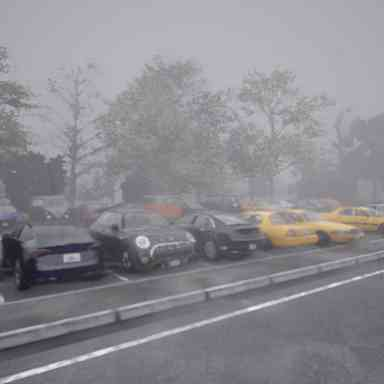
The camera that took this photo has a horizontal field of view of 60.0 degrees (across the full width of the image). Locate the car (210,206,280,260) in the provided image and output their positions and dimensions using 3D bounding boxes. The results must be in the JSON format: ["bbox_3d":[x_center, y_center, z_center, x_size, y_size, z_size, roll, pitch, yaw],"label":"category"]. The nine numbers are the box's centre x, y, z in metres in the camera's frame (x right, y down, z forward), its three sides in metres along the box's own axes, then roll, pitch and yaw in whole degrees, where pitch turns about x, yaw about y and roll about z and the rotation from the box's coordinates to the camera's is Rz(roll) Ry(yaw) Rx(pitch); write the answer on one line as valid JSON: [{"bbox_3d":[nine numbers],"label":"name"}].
[{"bbox_3d":[0.536,1.473,12.488,2.231,1.521,4.892,0,0,-35],"label":"car"}]

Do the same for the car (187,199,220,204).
[{"bbox_3d":[-0.189,1.526,27.973,2.163,1.488,4.792,0,0,-35],"label":"car"}]

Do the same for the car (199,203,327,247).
[{"bbox_3d":[2.685,1.472,14.243,1.946,1.575,5.366,0,0,-35],"label":"car"}]

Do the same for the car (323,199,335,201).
[{"bbox_3d":[13.239,1.461,37.553,2.185,1.767,4.553,0,0,-35],"label":"car"}]

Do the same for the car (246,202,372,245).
[{"bbox_3d":[5.064,1.481,15.473,1.946,1.575,5.366,0,0,-35],"label":"car"}]

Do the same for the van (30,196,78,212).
[{"bbox_3d":[-9.167,1.248,21.518,1.878,1.987,4.442,0,0,-36],"label":"van"}]

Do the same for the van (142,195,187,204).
[{"bbox_3d":[-2.634,1.257,26.419,1.878,1.987,4.442,0,0,-35],"label":"van"}]

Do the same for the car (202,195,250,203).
[{"bbox_3d":[2.039,1.261,29.620,2.435,2.045,5.566,0,0,-35],"label":"car"}]

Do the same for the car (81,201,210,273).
[{"bbox_3d":[-1.754,1.349,10.912,2.185,1.767,4.553,0,0,-35],"label":"car"}]

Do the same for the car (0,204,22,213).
[{"bbox_3d":[-11.506,1.480,20.002,2.097,1.535,5.008,0,0,-35],"label":"car"}]

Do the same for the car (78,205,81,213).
[{"bbox_3d":[-7.000,1.500,23.221,2.163,1.488,4.792,0,0,-35],"label":"car"}]

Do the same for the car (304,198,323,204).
[{"bbox_3d":[11.114,1.602,35.974,2.163,1.488,4.792,0,0,-35],"label":"car"}]

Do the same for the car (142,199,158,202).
[{"bbox_3d":[-4.846,1.504,24.746,2.163,1.488,4.792,0,0,-35],"label":"car"}]

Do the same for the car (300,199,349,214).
[{"bbox_3d":[15.521,1.602,39.124,2.097,1.535,5.008,0,0,-35],"label":"car"}]

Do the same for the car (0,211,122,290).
[{"bbox_3d":[-4.016,1.511,9.308,2.163,1.488,4.792,0,0,-35],"label":"car"}]

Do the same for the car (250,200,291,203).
[{"bbox_3d":[6.683,1.539,32.645,1.946,1.575,5.366,0,0,-35],"label":"car"}]

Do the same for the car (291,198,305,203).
[{"bbox_3d":[8.838,1.597,34.395,2.002,1.452,4.674,0,0,-35],"label":"car"}]

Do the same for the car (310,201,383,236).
[{"bbox_3d":[9.694,1.510,18.751,1.946,1.575,5.366,0,0,-35],"label":"car"}]
